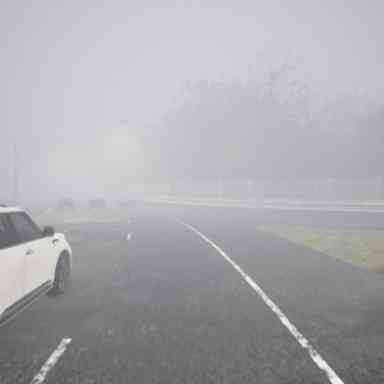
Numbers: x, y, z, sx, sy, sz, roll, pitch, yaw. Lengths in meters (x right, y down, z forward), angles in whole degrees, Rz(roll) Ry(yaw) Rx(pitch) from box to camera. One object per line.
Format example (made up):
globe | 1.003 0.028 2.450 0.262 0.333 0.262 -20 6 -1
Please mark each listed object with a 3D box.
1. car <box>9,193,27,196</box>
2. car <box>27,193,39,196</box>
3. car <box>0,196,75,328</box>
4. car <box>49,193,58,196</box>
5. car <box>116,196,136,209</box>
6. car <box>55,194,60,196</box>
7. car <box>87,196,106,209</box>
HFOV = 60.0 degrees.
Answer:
car | -40.691 0.953 76.937 4.892 1.490 1.837 0 1 41
car | -38.283 0.946 79.477 4.902 1.511 2.128 0 1 41
car | -3.700 1.200 5.298 2.150 2.045 5.566 0 0 -3
car | -33.965 0.858 81.890 1.882 1.535 5.008 -1 1 -34
car | -8.162 1.259 41.159 1.812 1.442 4.674 0 1 -22
car | -14.806 1.293 38.939 1.837 1.490 4.892 0 1 -22
car | -11.744 1.234 40.678 1.882 1.535 5.008 0 1 -22
